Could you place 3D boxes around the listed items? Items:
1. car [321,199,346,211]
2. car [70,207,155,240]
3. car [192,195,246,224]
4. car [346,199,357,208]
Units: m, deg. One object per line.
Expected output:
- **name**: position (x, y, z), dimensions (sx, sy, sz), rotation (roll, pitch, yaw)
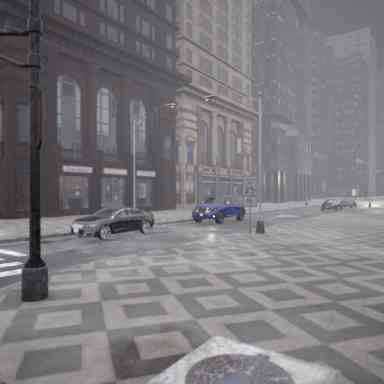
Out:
- **car**: position (17.881, 1.655, 42.482), dimensions (1.812, 1.442, 4.674), rotation (0, 0, 36)
- **car**: position (-3.995, 1.531, 17.409), dimensions (2.128, 1.511, 4.902), rotation (0, 0, 34)
- **car**: position (2.253, 1.294, 26.135), dimensions (2.150, 2.045, 5.566), rotation (0, 0, 35)
- **car**: position (23.782, 1.702, 50.728), dimensions (2.033, 1.411, 5.357), rotation (0, 0, 36)
